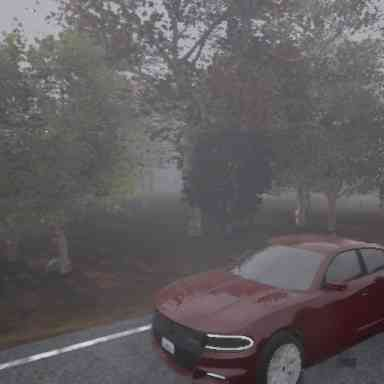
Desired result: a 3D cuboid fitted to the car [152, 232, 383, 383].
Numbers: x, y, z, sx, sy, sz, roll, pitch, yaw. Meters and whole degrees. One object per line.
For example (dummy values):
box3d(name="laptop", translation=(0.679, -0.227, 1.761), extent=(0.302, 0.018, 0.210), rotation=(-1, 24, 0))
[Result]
box3d(name="car", translation=(1.776, 1.460, 5.204), extent=(5.008, 1.535, 1.882), rotation=(0, 0, -35))
